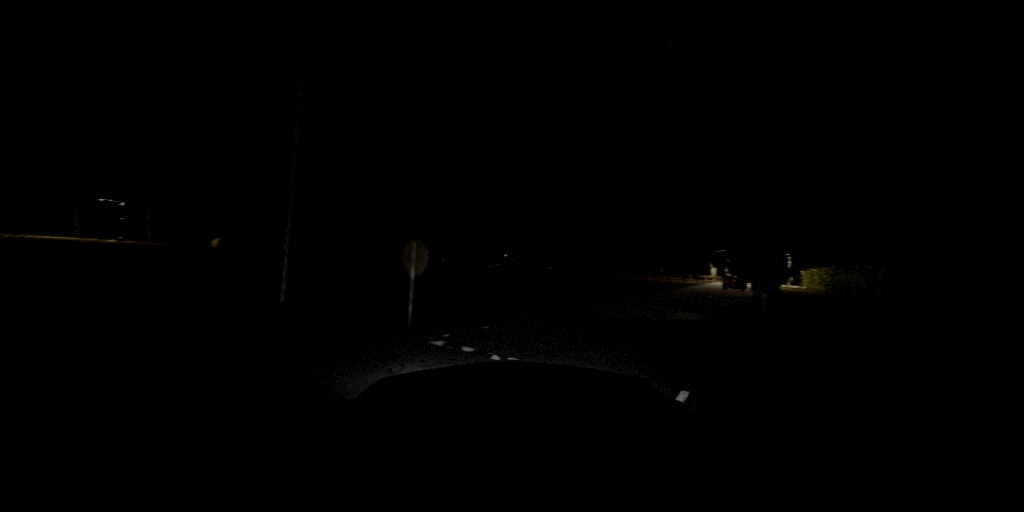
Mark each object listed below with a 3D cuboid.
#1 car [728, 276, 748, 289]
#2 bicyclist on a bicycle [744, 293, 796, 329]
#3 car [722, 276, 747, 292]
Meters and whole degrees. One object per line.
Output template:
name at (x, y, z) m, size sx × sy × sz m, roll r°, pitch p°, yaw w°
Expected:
car at (29.869, 3.428, 47.305) m, size 1.882 × 1.535 × 5.008 m, roll 3°, pitch -1°, yaw 35°
bicyclist on a bicycle at (9.894, 1.904, 13.732) m, size 1.656 × 1.620 × 0.582 m, roll 5°, pitch 1°, yaw 35°
car at (23.953, 2.962, 38.707) m, size 1.882 × 1.535 × 5.008 m, roll 3°, pitch -1°, yaw 35°
